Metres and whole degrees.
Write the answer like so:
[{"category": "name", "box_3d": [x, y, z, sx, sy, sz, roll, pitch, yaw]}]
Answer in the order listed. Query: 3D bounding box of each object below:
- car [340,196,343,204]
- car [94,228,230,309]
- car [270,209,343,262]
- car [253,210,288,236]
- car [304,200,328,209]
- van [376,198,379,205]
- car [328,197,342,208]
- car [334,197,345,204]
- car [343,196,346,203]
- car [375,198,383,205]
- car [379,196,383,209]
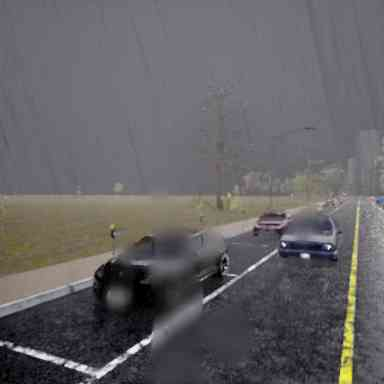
[{"category": "car", "box_3d": [25.042, 1.808, 58.658, 2.008, 1.369, 4.403, 0, 0, 27]}, {"category": "car", "box_3d": [-0.443, 1.614, 8.188, 1.947, 1.339, 4.313, 0, 0, 27]}, {"category": "car", "box_3d": [4.728, 1.605, 12.758, 2.033, 1.411, 5.357, 0, 0, 27]}, {"category": "car", "box_3d": [4.654, 1.671, 18.282, 1.802, 1.307, 4.206, 0, 0, 27]}, {"category": "car", "box_3d": [12.223, 1.676, 33.272, 1.752, 1.417, 4.829, 0, 0, 27]}, {"category": "van", "box_3d": [32.350, 1.560, 55.644, 1.690, 1.788, 3.998, 0, 0, 27]}, {"category": "car", "box_3d": [22.494, 1.786, 53.611, 2.008, 1.369, 4.403, 0, 0, 27]}, {"category": "car", "box_3d": [32.688, 1.889, 73.799, 1.947, 1.339, 4.313, 0, 0, 27]}, {"category": "car", "box_3d": [30.140, 1.741, 68.752, 1.967, 1.590, 4.097, 0, 0, 27]}, {"category": "car", "box_3d": [37.452, 1.828, 65.750, 1.947, 1.339, 4.313, 0, 0, 27]}, {"category": "car", "box_3d": [27.245, 1.616, 45.537, 1.967, 1.590, 4.097, 0, 0, 27]}]
